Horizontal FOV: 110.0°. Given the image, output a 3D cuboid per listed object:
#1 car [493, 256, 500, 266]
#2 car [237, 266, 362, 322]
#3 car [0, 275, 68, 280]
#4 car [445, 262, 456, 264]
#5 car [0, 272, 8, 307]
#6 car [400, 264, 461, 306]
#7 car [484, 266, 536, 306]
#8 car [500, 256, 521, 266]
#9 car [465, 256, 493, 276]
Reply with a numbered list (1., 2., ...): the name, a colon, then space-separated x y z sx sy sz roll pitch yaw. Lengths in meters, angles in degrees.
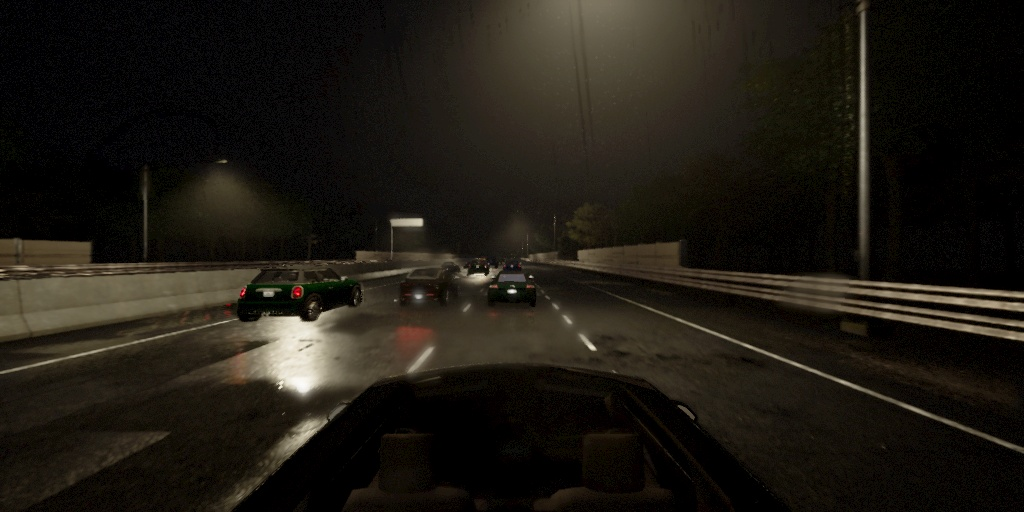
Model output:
1. car: -3.494 1.060 62.648 2.150 2.045 5.566 0 0 0
2. car: -6.998 1.114 12.431 2.097 1.767 4.553 0 0 0
3. car: -17.595 1.362 12.658 1.895 1.301 4.718 0 0 0
4. car: -6.997 1.365 40.514 1.994 1.385 4.181 0 0 0
5. car: -21.092 1.325 12.197 1.994 1.385 4.181 0 0 0
6. car: -3.496 1.273 15.863 1.837 1.490 4.892 0 0 0
7. car: 0.004 1.331 15.828 1.994 1.385 4.181 0 0 0
8. car: 0.003 1.155 41.264 2.097 1.767 4.553 0 0 0
9. car: -3.498 1.150 38.740 2.097 1.767 4.553 0 0 0
